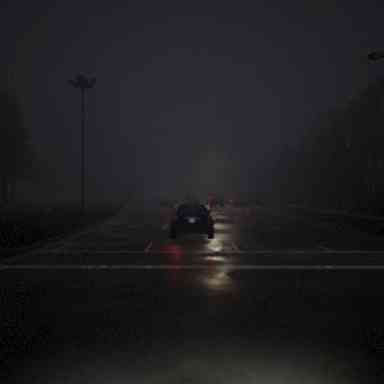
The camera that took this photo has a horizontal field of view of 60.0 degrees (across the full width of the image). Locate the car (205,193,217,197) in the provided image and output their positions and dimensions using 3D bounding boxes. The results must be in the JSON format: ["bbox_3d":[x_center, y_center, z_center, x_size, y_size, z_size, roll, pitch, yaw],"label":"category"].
[{"bbox_3d":[3.505,1.169,57.715,2.150,2.045,5.566,0,0,0],"label":"car"}]

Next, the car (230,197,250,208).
[{"bbox_3d":[7.005,1.557,47.714,1.895,1.301,4.718,0,0,0],"label":"car"}]

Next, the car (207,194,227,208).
[{"bbox_3d":[3.505,1.462,47.268,1.837,1.490,4.892,0,0,0],"label":"car"}]

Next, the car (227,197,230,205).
[{"bbox_3d":[7.006,1.548,57.715,1.895,1.301,4.718,0,0,0],"label":"car"}]

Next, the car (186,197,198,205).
[{"bbox_3d":[0.006,1.548,57.715,1.895,1.301,4.718,0,0,0],"label":"car"}]

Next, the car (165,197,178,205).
[{"bbox_3d":[-3.494,1.512,57.686,1.994,1.385,4.181,0,0,0],"label":"car"}]

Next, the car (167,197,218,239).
[{"bbox_3d":[0.002,1.336,17.444,2.097,1.767,4.553,0,0,0],"label":"car"}]

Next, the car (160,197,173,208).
[{"bbox_3d":[-3.495,1.558,47.715,1.895,1.301,4.718,0,0,0],"label":"car"}]
